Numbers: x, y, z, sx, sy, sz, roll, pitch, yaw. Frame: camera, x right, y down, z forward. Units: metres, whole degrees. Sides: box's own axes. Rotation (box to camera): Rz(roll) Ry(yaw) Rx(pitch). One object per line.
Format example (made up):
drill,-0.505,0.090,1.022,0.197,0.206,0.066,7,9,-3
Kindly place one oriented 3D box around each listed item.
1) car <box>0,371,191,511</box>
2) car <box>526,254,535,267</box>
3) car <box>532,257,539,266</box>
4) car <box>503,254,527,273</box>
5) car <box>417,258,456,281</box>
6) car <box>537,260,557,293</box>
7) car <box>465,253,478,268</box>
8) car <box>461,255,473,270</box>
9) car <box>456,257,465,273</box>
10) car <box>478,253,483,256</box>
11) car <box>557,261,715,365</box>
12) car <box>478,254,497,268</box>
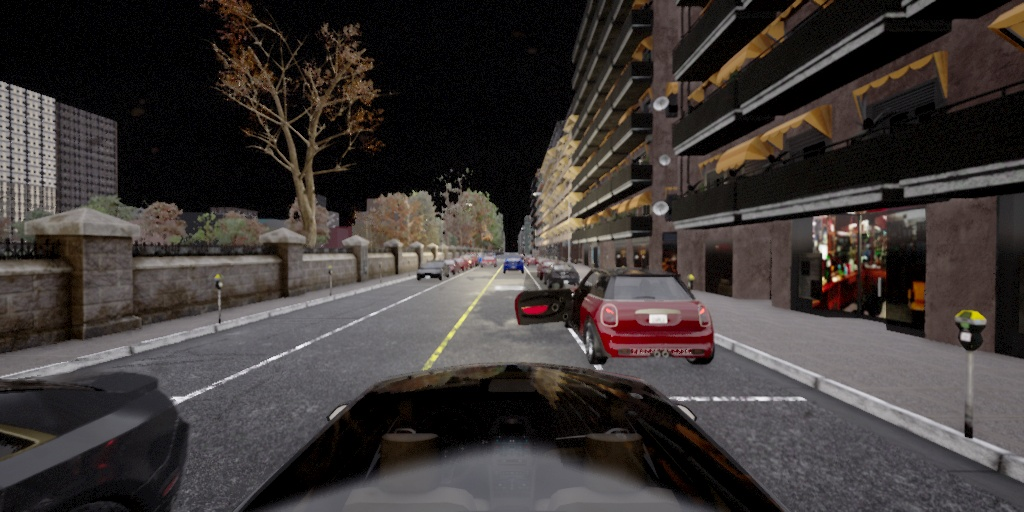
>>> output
car,-3.107,1.272,0.375,1.837,1.490,4.892,0,1,0
car,2.820,0.757,48.635,1.802,1.307,4.207,0,0,0
car,2.757,0.987,26.119,1.888,1.381,4.507,0,0,0
car,0.151,0.818,34.296,1.882,1.535,5.008,0,0,0
car,-5.623,1.008,26.143,1.948,1.339,4.313,0,0,0
car,2.741,1.064,20.489,2.007,1.370,4.403,0,0,0
car,-5.575,0.678,43.028,1.967,1.591,4.097,0,0,0
car,-5.592,0.848,37.401,1.888,1.381,4.507,0,0,0
car,-5.608,0.954,31.773,1.802,1.307,4.207,0,0,0
car,-5.560,0.490,48.659,2.192,1.841,5.009,0,0,0
car,2.404,1.022,8.008,2.097,1.767,4.553,0,1,0
car,-2.879,0.749,45.708,1.812,1.442,4.674,0,1,0
